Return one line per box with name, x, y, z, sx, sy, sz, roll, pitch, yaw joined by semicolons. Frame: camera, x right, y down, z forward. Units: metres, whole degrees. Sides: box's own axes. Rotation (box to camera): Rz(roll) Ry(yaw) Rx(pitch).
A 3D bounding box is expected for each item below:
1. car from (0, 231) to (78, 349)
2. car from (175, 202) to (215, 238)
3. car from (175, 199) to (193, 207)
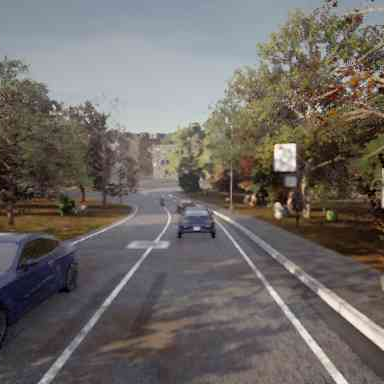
car;-3.566;1.506;6.098;1.812;1.442;4.674;0;0;0
car;0.221;1.493;17.527;1.812;1.442;4.674;0;0;0
car;-0.765;1.429;35.353;1.812;1.442;4.674;0;1;-6
